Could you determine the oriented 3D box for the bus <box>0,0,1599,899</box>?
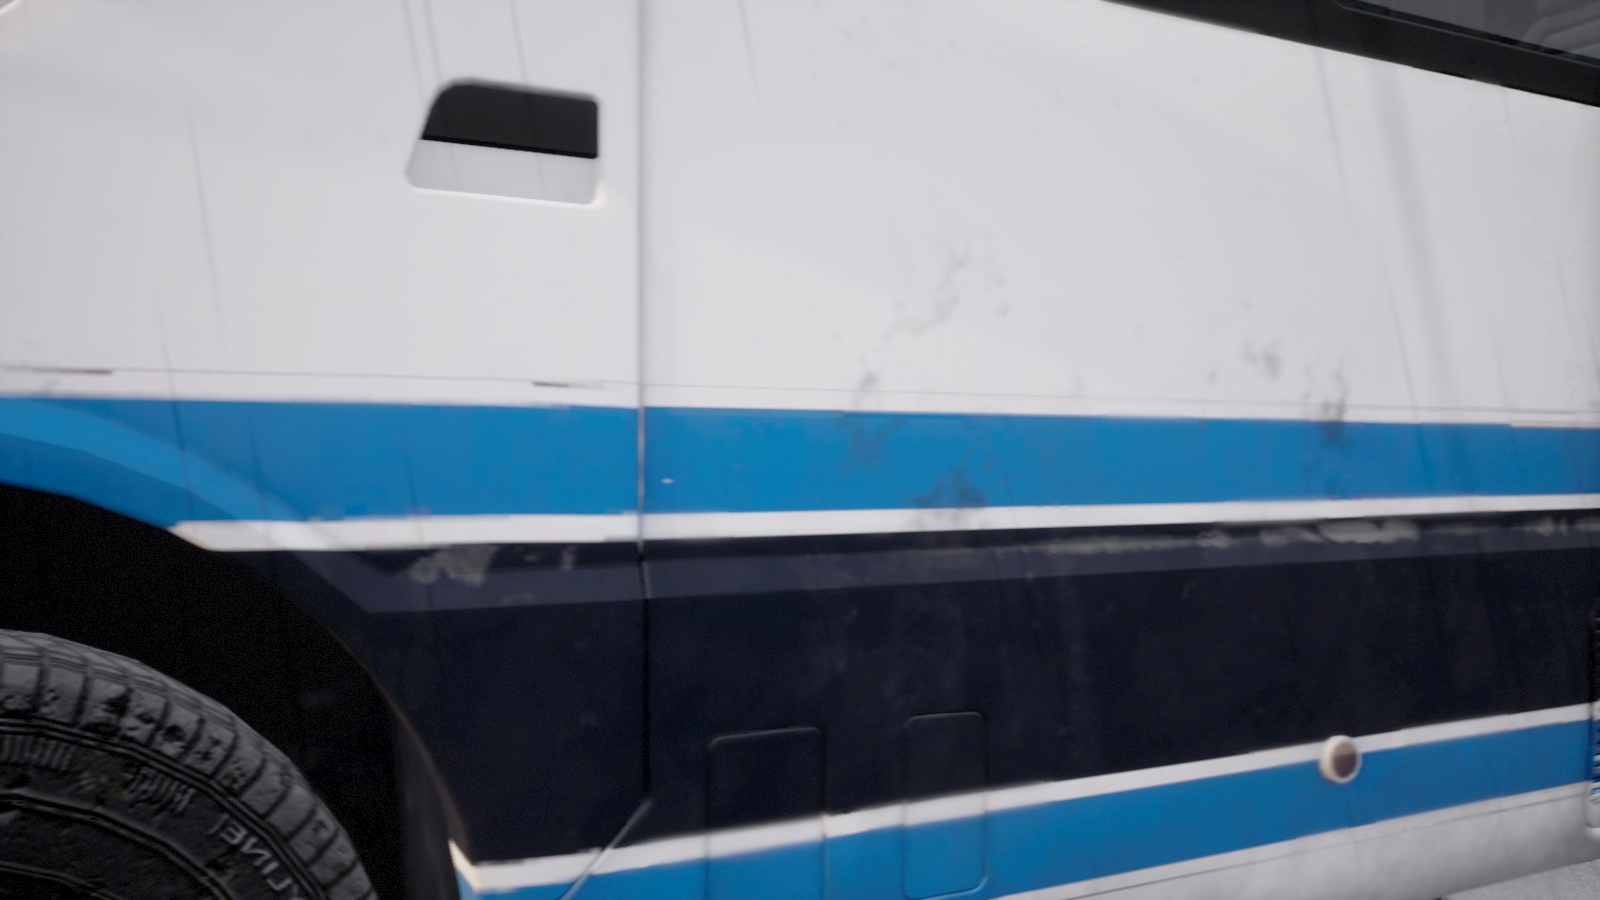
[{"bbox_3d":[0.839,-0.623,4.113,10.273,4.253,3.944,0,0,-27],"label":"bus"}]
